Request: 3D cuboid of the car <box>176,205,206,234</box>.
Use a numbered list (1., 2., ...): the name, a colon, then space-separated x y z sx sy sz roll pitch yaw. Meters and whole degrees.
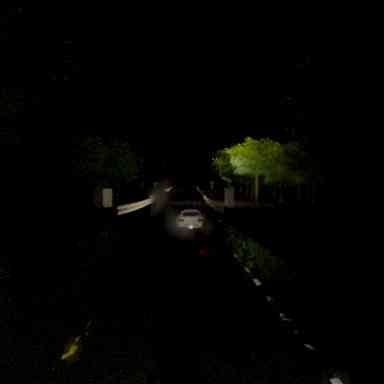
1. car: -0.082 1.819 21.464 1.812 1.442 4.674 0 -1 -1
